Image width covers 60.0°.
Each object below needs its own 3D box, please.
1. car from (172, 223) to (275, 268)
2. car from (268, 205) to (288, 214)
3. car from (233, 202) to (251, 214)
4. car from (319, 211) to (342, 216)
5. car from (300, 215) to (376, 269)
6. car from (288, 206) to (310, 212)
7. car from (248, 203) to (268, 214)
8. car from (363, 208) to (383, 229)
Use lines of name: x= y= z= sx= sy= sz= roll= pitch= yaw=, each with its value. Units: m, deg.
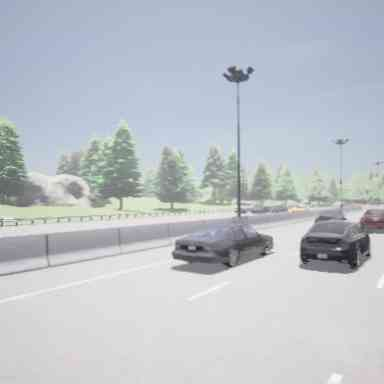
car: x=1.444 y=1.923 z=12.898 sx=2.033 sy=1.411 sz=5.357 roll=-1 pitch=-2 yaw=35
car: x=15.508 y=3.126 z=58.158 sx=1.837 sy=1.490 sz=4.892 roll=-1 pitch=-2 yaw=35
car: x=9.695 y=2.984 z=62.035 sx=2.150 sy=2.045 sz=5.566 roll=-1 pitch=-2 yaw=35
car: x=11.591 y=2.277 z=27.593 sx=1.812 sy=1.442 sz=4.674 roll=-1 pitch=-2 yaw=35
car: x=5.590 y=1.855 z=12.710 sx=1.837 sy=1.490 sz=4.892 roll=-1 pitch=-2 yaw=35
car: x=18.384 y=3.026 z=56.173 sx=1.882 sy=1.535 sz=5.008 roll=-1 pitch=-2 yaw=35
car: x=12.627 y=3.240 z=60.114 sx=2.033 sy=1.411 sz=5.357 roll=-1 pitch=-2 yaw=35
car: x=14.021 y=2.015 z=24.967 sx=2.097 sy=1.767 sz=4.553 roll=-1 pitch=-2 yaw=35
